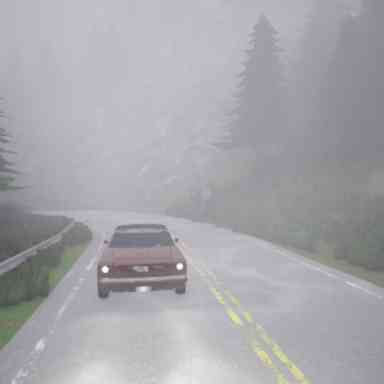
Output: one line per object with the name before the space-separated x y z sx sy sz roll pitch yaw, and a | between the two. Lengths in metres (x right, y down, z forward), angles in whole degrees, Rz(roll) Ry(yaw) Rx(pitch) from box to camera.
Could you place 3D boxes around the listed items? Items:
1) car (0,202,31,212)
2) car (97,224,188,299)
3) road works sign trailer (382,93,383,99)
car | -18.768 1.852 34.434 4.902 1.511 2.128 -2 3 26
car | -1.300 1.557 8.616 1.895 1.301 4.718 0 0 -9
road works sign trailer | 14.573 -8.809 25.129 2.880 3.560 2.380 -20 -8 -11
